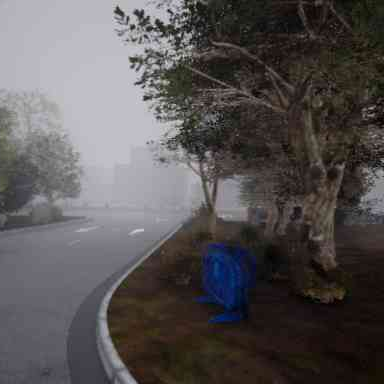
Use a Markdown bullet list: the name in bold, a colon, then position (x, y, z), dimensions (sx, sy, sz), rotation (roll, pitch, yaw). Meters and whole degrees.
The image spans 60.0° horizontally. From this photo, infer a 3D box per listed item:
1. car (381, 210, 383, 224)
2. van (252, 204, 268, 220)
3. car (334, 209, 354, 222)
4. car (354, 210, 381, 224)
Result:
- **car**: position (21.655, 2.770, 37.663), dimensions (2.097, 1.535, 5.008), rotation (1, 0, 4)
- **van**: position (7.824, 2.389, 38.731), dimensions (1.878, 1.987, 4.442), rotation (1, 0, 4)
- **car**: position (16.117, 2.736, 38.017), dimensions (2.163, 1.488, 4.792), rotation (1, 0, 4)
- **car**: position (18.887, 2.740, 37.864), dimensions (2.231, 1.521, 4.892), rotation (1, 0, 4)
